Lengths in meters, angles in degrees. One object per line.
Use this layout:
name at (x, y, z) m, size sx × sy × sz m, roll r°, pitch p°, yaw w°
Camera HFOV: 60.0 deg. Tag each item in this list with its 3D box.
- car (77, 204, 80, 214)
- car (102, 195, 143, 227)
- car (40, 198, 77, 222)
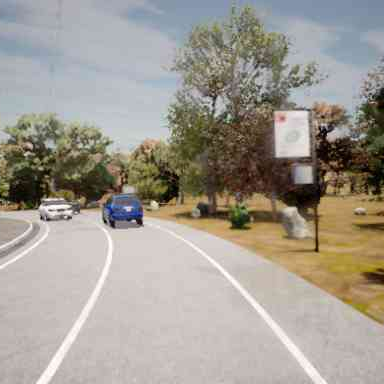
car at (-14.987, 1.912, 39.918) m, size 1.837 × 1.490 × 4.892 m, roll -4°, pitch 1°, yaw -39°
car at (-5.055, 1.278, 23.737) m, size 2.150 × 2.045 × 5.566 m, roll -2°, pitch 0°, yaw -22°
car at (-12.784, 1.602, 31.124) m, size 2.150 × 2.045 × 5.566 m, roll -3°, pitch 0°, yaw -32°
